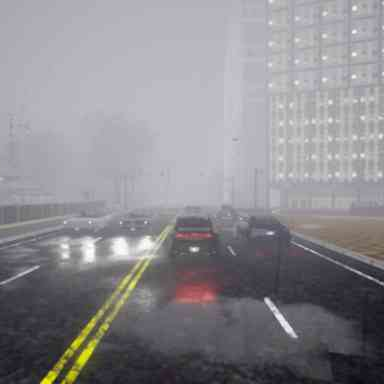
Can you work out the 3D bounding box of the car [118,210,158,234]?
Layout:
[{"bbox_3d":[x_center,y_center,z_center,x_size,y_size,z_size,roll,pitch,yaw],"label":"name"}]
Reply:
[{"bbox_3d":[-3.344,1.850,21.136,1.895,1.301,4.718,0,-1,0],"label":"car"}]

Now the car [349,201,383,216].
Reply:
[{"bbox_3d":[23.021,2.166,42.900,5.009,1.841,2.192,0,1,20],"label":"car"}]

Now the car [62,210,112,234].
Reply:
[{"bbox_3d":[-6.594,1.852,21.290,1.895,1.301,4.718,0,-1,0],"label":"car"}]

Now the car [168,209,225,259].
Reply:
[{"bbox_3d":[0.090,1.660,13.320,1.837,1.490,4.892,0,-1,0],"label":"car"}]

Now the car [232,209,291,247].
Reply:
[{"bbox_3d":[3.345,1.754,16.199,1.994,1.385,4.181,0,-1,0],"label":"car"}]

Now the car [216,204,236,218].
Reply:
[{"bbox_3d":[3.349,1.910,32.224,1.812,1.442,4.674,0,-1,0],"label":"car"}]

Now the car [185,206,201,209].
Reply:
[{"bbox_3d":[0.096,1.892,28.982,2.033,1.411,5.357,0,-1,0],"label":"car"}]
